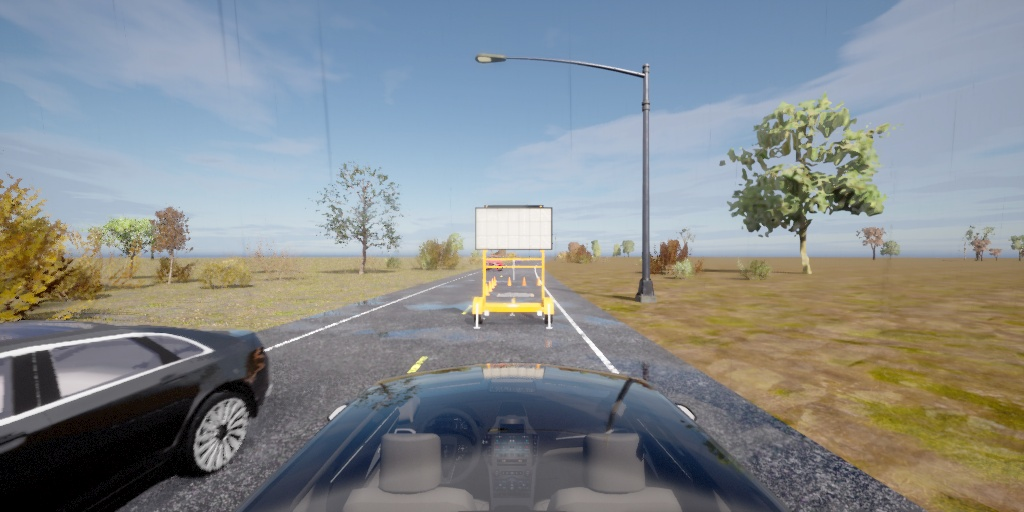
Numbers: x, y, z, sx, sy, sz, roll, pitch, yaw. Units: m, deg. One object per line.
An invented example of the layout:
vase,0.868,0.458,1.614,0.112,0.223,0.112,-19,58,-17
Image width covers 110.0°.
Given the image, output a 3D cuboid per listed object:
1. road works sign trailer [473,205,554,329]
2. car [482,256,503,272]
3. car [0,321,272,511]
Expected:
road works sign trailer,0.057,0.214,11.270,2.380,3.560,2.880,0,0,1
car,-2.385,0.965,45.187,2.150,2.045,5.566,0,0,3
car,-3.584,1.241,1.935,2.128,1.511,4.902,0,0,0
